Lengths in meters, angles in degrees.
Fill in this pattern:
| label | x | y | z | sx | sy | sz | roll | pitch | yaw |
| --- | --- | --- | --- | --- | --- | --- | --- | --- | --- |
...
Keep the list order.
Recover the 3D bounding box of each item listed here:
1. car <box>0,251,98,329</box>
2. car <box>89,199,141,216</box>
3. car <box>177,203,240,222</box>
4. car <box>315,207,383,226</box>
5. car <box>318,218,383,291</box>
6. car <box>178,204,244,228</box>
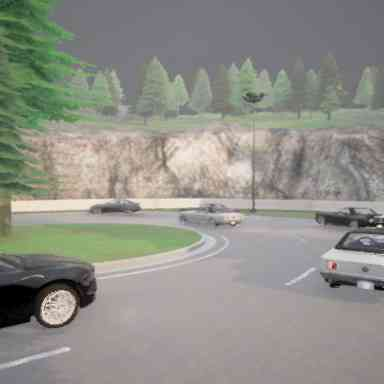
| label | x | y | z | sx | sy | sz | roll | pitch | yaw |
| --- | --- | --- | --- | --- | --- | --- | --- | --- | --- |
| car | -4.028 | 1.478 | 5.208 | 5.008 | 1.535 | 1.882 | -1 | 0 | -37 |
| car | -7.330 | 1.457 | 31.843 | 4.902 | 1.511 | 2.128 | 0 | 0 | -1 |
| car | 1.277 | 1.558 | 26.302 | 4.718 | 1.301 | 1.895 | 0 | 0 | 36 |
| car | 9.531 | 1.552 | 20.056 | 1.895 | 1.301 | 4.718 | 0 | 0 | -15 |
| car | 4.825 | 1.579 | 8.438 | 1.895 | 1.301 | 4.718 | 0 | 0 | 37 |
| car | 1.081 | 1.565 | 21.867 | 1.895 | 1.301 | 4.718 | 0 | 0 | -39 |
